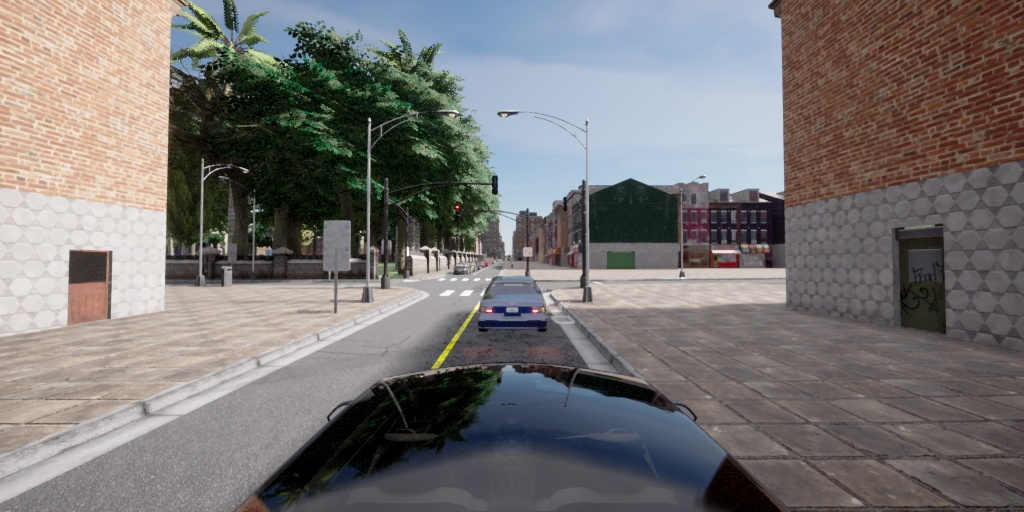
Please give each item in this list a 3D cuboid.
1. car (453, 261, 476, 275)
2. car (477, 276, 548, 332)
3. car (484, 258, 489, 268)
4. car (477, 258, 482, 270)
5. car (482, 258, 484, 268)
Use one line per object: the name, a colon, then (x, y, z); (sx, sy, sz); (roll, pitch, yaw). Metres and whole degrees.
car: (-5.497, 1.333, 39.996); (2.007, 1.370, 4.403); (0, 0, 0)
car: (0.028, 1.301, 10.850); (2.033, 1.411, 5.357); (0, 0, 0)
car: (-5.640, 1.416, 63.481); (1.802, 1.307, 4.207); (0, 0, 0)
car: (-5.522, 1.344, 47.131); (2.007, 1.370, 4.403); (0, 0, 0)
car: (-5.561, 1.371, 52.581); (1.948, 1.339, 4.313); (0, 0, 0)
